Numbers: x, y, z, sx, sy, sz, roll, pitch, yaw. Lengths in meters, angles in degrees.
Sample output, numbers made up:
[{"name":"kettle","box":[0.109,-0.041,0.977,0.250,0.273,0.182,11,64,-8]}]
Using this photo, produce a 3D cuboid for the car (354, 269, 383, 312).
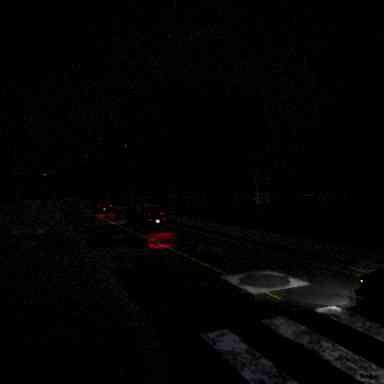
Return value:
[{"name":"car","box":[4.745,1.499,3.936,2.033,1.411,5.357,-1,1,-24]}]

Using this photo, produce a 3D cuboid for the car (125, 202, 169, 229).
[{"name":"car","box":[-2.954,1.392,21.075,1.837,1.490,4.892,-1,1,-24]}]

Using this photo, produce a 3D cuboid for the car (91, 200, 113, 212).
[{"name":"car","box":[-10.159,1.518,37.167,1.895,1.301,4.718,-1,0,-24]}]
